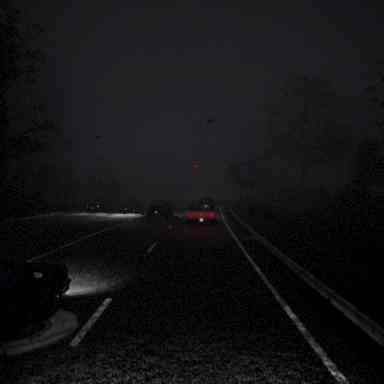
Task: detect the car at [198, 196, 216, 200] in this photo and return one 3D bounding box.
[{"bbox_3d":[1.741,1.254,39.060,1.837,1.490,4.892,0,1,5],"label":"car"}]

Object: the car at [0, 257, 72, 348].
[{"bbox_3d":[-3.358,1.517,4.203,2.033,1.411,5.357,0,0,1],"label":"car"}]

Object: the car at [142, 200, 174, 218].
[{"bbox_3d":[-2.572,1.346,27.440,1.812,1.442,4.674,0,0,3],"label":"car"}]

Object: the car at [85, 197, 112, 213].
[{"bbox_3d":[-9.350,1.277,34.226,1.837,1.490,4.892,0,1,4],"label":"car"}]

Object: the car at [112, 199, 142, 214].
[{"bbox_3d":[-5.954,1.350,32.545,1.994,1.385,4.181,0,0,4],"label":"car"}]

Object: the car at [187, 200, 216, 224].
[{"bbox_3d":[0.696,1.451,23.053,1.895,1.301,4.718,0,0,3],"label":"car"}]
